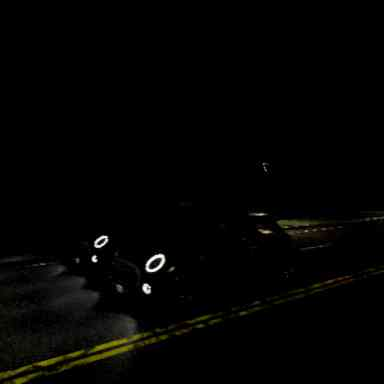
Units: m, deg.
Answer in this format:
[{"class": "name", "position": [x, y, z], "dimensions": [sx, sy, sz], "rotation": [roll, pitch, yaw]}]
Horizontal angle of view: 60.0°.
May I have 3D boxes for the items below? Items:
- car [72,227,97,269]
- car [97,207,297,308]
[{"class": "car", "position": [-1.406, 1.310, 10.668], "dimensions": [4.553, 1.767, 2.097], "rotation": [-1, 0, -37]}, {"class": "car", "position": [0.386, 1.313, 7.939], "dimensions": [4.553, 1.767, 2.097], "rotation": [-1, 0, -35]}]
